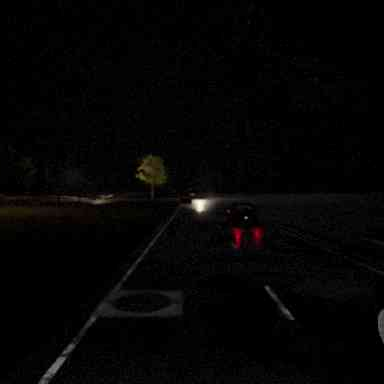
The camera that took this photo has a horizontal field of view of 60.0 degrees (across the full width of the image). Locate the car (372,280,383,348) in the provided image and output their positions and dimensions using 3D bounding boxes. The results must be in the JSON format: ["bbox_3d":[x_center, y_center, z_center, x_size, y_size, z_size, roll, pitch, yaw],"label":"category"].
[{"bbox_3d":[3.602,1.472,2.928,1.882,1.535,5.008,0,0,0],"label":"car"}]

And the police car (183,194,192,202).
[{"bbox_3d":[-1.020,1.261,73.656,1.930,1.638,5.238,0,0,0],"label":"police car"}]

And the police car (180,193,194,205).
[{"bbox_3d":[-1.026,1.361,57.656,1.930,1.638,5.238,0,0,0],"label":"police car"}]

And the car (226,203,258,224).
[{"bbox_3d":[3.625,1.545,24.535,1.812,1.442,4.674,0,0,0],"label":"car"}]

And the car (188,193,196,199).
[{"bbox_3d":[0.037,1.135,91.764,2.033,1.411,5.357,0,0,0],"label":"car"}]
